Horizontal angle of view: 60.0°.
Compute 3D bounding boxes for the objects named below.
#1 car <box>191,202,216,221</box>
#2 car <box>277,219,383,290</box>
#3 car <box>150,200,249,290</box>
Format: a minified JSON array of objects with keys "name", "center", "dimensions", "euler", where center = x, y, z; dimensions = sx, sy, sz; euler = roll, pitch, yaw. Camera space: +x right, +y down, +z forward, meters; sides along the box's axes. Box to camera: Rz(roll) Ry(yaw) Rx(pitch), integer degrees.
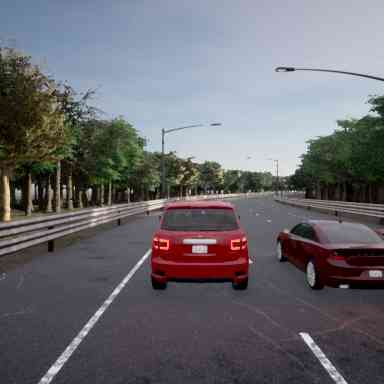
[{"name":"car","center":[1.031,1.569,28.223],"dimensions":[1.994,1.385,4.181],"euler":[0,0,4]},{"name":"car","center":[3.713,1.479,9.113],"dimensions":[1.882,1.535,5.008],"euler":[0,0,1]},{"name":"car","center":[0.207,1.223,9.237],"dimensions":[2.150,2.045,5.566],"euler":[0,0,1]}]
